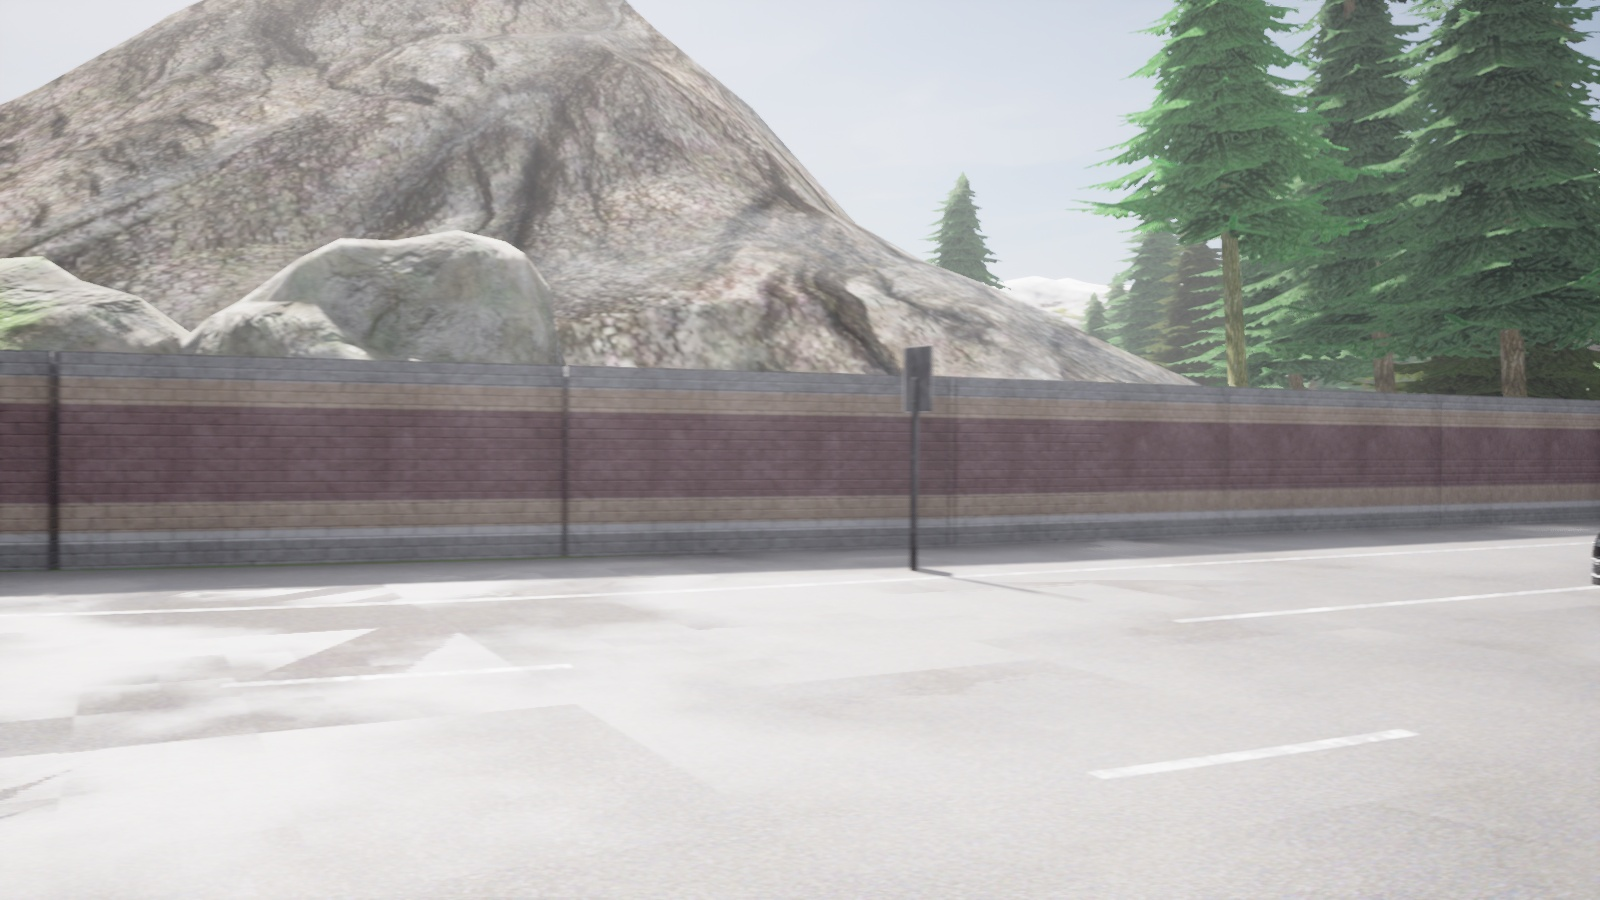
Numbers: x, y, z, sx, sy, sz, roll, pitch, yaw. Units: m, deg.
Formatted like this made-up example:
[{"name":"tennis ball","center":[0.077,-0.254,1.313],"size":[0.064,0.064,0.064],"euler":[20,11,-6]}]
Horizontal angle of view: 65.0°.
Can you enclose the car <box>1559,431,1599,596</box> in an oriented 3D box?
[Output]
[{"name":"car","center":[9.645,0.537,11.996],"size":[4.892,1.490,1.837],"euler":[-1,1,-28]}]
